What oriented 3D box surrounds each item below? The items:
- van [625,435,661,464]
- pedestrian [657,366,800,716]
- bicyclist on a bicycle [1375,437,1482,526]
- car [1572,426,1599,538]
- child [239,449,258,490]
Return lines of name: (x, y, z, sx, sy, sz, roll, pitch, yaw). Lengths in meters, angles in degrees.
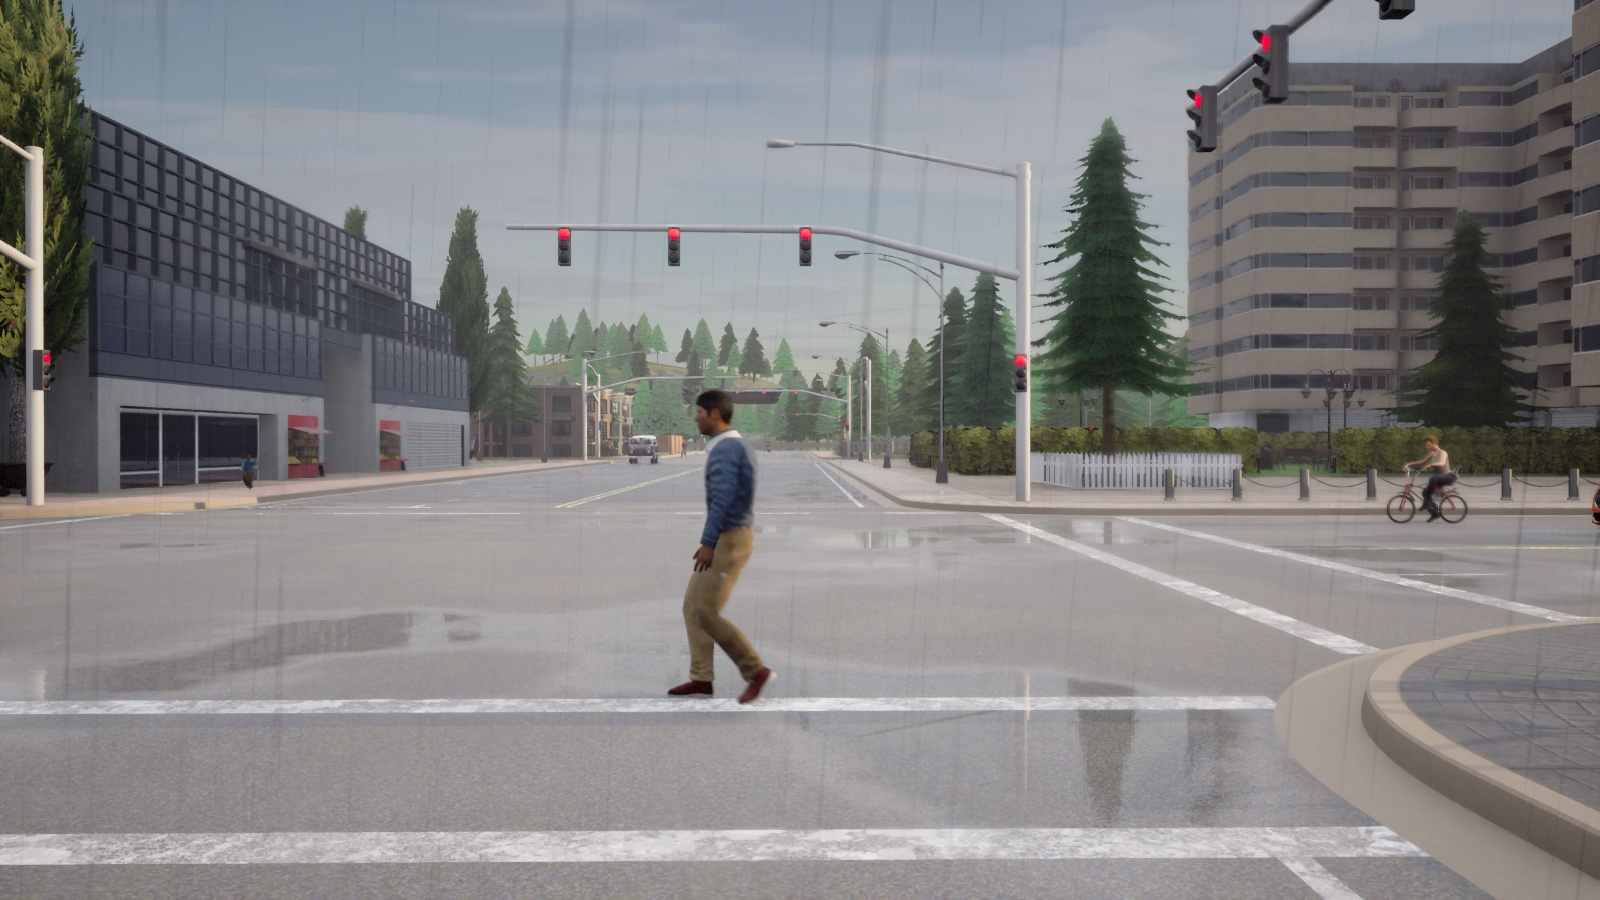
van: (-11.153, -0.044, 89.387, 2.069, 2.038, 4.480, 0, 0, 0)
pedestrian: (-0.399, 0.506, 7.201, 0.788, 1.949, 0.423, 0, 0, 2)
bicyclist on a bicycle: (11.464, 0.563, 22.946, 1.509, 1.612, 0.866, 0, 0, 0)
car: (14.889, 0.507, 19.479, 4.553, 1.767, 2.097, 0, 0, 0)
child: (-16.029, 0.566, 36.504, 0.343, 1.192, 0.448, 0, 0, -3)
